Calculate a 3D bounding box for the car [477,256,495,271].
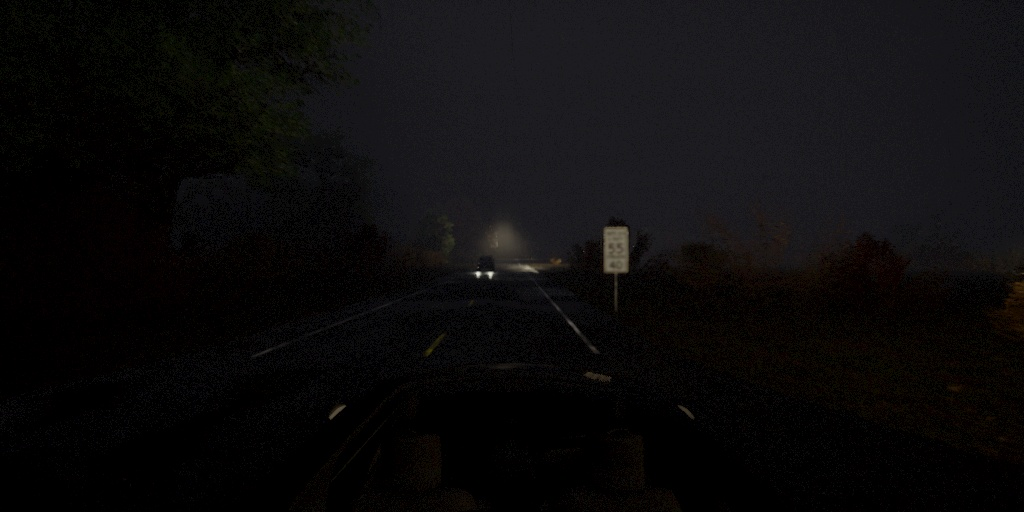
[{"bbox_3d":[-3.501,1.001,48.971,2.150,2.045,5.566,0,0,0],"label":"car"}]
